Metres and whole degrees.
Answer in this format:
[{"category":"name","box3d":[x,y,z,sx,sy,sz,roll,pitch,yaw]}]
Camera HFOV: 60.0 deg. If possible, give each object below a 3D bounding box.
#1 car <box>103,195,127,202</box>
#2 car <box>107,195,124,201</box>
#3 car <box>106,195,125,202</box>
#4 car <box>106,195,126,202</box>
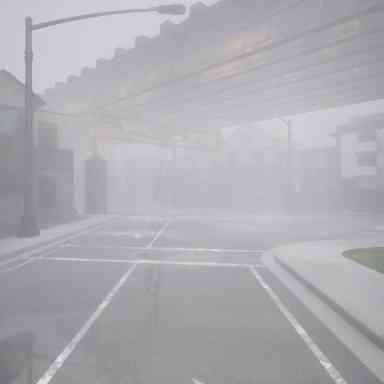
[{"category":"car","box3d":[-16.819,1.452,72.464,4.974,1.542,2.038,0,0,-15]},{"category":"car","box3d":[-17.482,1.295,76.183,1.853,1.218,4.536,0,0,15]},{"category":"car","box3d":[-17.496,1.452,76.133,2.038,1.542,4.974,0,0,15]},{"category":"car","box3d":[-16.769,1.295,72.477,4.536,1.218,1.853,0,0,-15]}]
